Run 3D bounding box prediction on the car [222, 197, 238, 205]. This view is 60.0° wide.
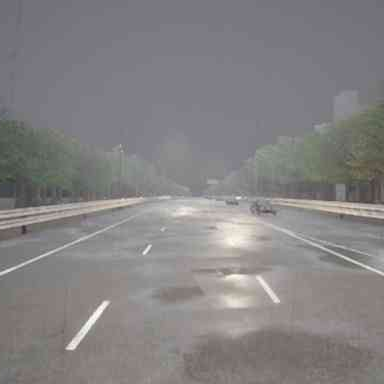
[{"bbox_3d":[7.049,1.617,59.498,1.994,1.385,4.181,0,0,-1],"label":"car"}]

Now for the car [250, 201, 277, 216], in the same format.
[{"bbox_3d":[7.034,1.554,33.076,2.033,1.411,5.357,0,0,0],"label":"car"}]

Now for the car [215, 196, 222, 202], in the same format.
[{"bbox_3d":[7.232,1.830,89.467,1.812,1.442,4.674,0,-1,0],"label":"car"}]
